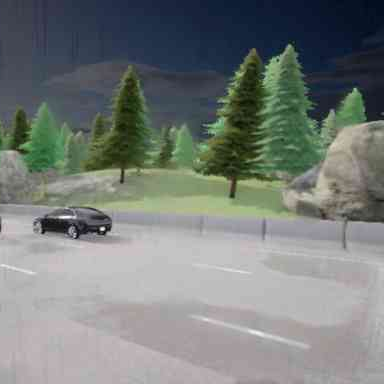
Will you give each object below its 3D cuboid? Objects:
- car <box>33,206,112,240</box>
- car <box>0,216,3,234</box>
[{"bbox_3d":[-6.167,1.478,16.995,4.892,1.490,1.837,0,0,36],"label":"car"},{"bbox_3d":[-11.237,1.445,16.313,5.008,1.535,1.882,0,0,36],"label":"car"}]
